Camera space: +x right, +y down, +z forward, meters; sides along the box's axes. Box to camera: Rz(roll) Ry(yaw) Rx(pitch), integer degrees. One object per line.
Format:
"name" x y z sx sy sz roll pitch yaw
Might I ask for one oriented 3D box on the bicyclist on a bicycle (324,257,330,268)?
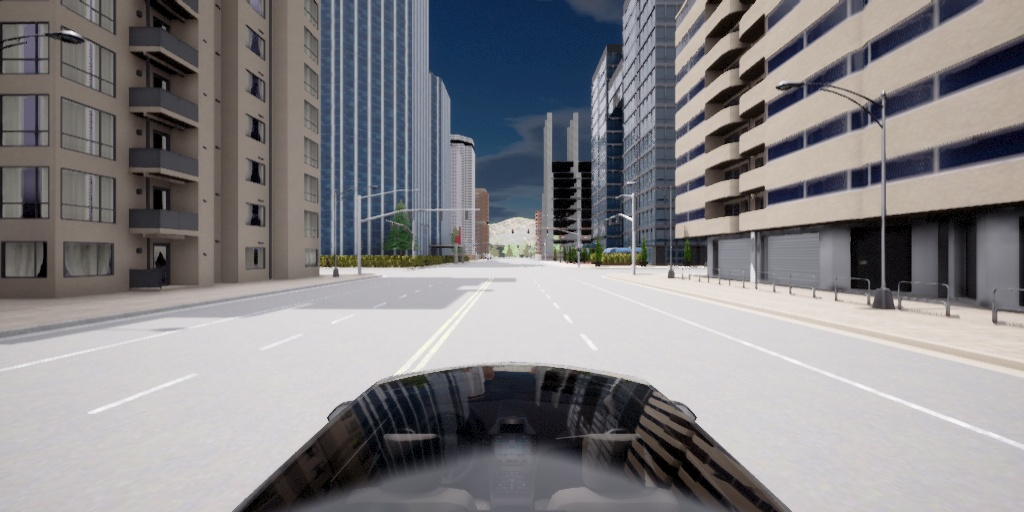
"bicyclist on a bicycle" -28.773 1.024 55.860 0.582 1.620 1.656 0 0 1
